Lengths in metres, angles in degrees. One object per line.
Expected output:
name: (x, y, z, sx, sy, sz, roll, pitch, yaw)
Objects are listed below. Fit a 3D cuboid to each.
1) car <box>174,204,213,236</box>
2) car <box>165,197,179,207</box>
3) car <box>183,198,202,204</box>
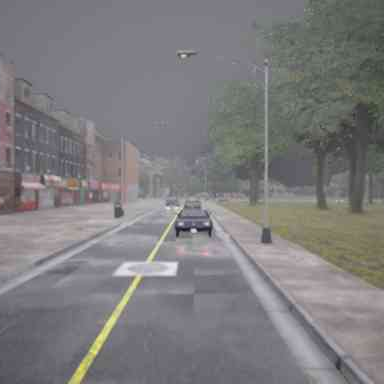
car: (0.081, 1.538, 18.008, 1.895, 1.301, 4.718, 0, 0, 0)
car: (-2.875, 1.425, 49.071, 2.033, 1.411, 5.357, 0, 0, 0)
car: (0.059, 1.373, 37.312, 2.128, 1.511, 4.902, 0, 0, 0)
